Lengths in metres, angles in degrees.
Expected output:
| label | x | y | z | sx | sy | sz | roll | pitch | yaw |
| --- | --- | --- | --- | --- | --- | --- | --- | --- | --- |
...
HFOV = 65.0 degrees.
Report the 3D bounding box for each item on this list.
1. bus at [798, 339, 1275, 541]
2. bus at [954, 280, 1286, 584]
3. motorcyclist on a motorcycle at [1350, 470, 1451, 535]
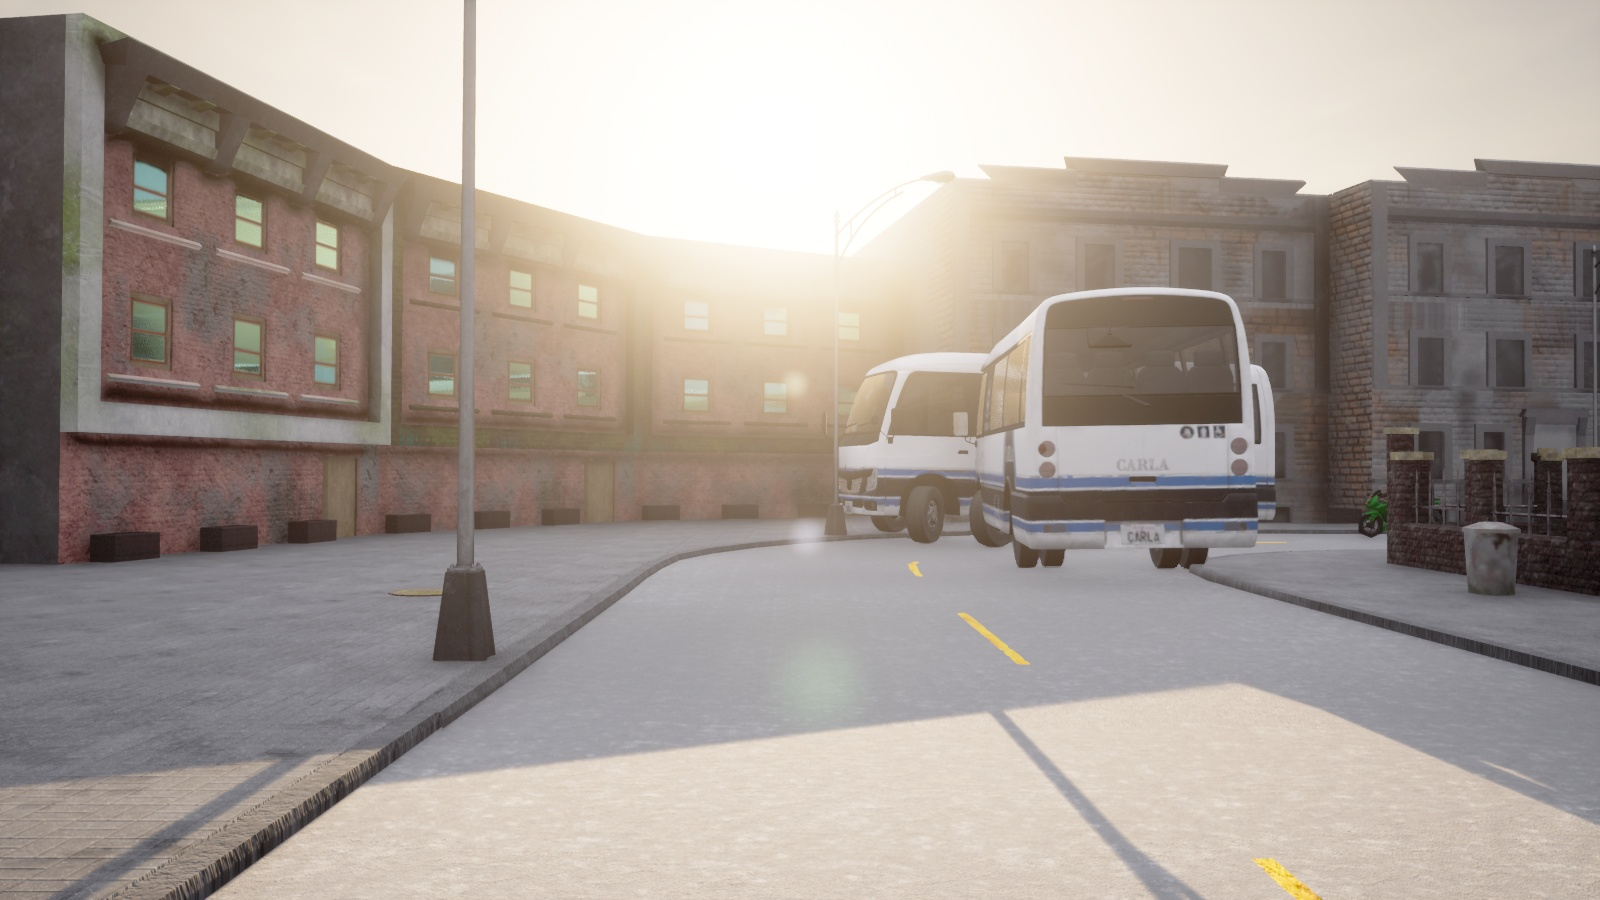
| label | x | y | z | sx | sy | sz | roll | pitch | yaw |
| --- | --- | --- | --- | --- | --- | --- | --- | --- | --- |
| bus | 5.407 | -0.110 | 29.504 | 10.273 | 4.253 | 3.944 | 1 | -1 | -13 |
| bus | 5.182 | -0.198 | 23.061 | 3.944 | 4.253 | 10.273 | -1 | -1 | 3 |
| motorcyclist on a motorcycle | 14.409 | 1.244 | 30.164 | 2.044 | 1.523 | 0.797 | 0 | -1 | 0 |
